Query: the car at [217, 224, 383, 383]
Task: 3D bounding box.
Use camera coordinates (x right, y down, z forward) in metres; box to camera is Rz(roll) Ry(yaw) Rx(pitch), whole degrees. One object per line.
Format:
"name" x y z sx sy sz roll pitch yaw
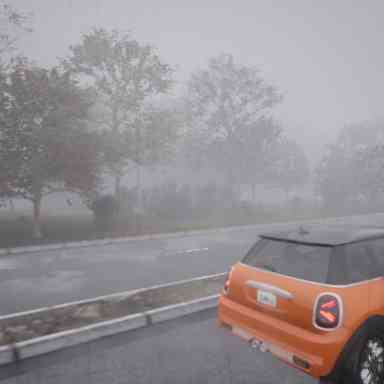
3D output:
"car" 2.648 1.308 5.330 4.553 1.767 2.097 -1 0 -35
